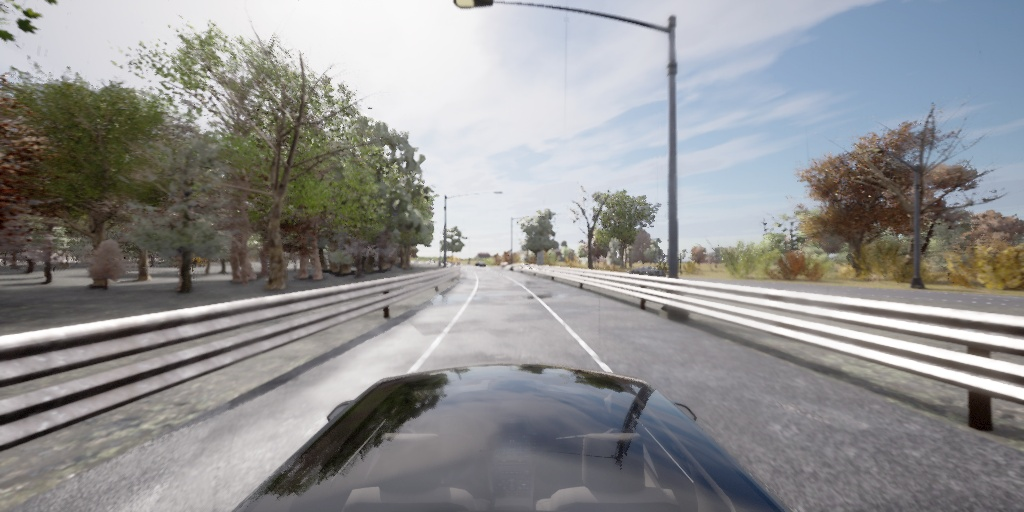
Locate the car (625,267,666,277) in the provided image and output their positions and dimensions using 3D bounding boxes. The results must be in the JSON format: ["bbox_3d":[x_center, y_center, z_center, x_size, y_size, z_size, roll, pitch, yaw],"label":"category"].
[{"bbox_3d":[16.669,2.059,45.142,2.033,1.411,5.357,0,-1,-25],"label":"car"}]
